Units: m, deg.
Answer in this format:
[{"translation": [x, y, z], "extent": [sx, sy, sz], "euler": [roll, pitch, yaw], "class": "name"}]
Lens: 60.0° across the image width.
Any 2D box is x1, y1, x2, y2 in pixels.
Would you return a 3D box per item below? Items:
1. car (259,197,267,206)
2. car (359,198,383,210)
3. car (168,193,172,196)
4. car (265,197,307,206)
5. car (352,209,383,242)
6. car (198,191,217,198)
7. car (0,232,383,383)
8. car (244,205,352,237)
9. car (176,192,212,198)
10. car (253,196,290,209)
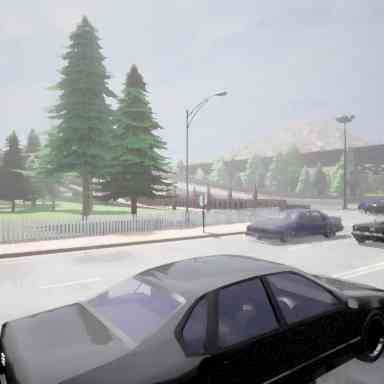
[{"translation": [10.364, 1.469, 43.421], "extent": [1.882, 1.535, 5.008], "euler": [0, 0, -37], "class": "car"}, {"translation": [19.076, 1.525, 31.965], "extent": [1.812, 1.442, 4.674], "euler": [0, 0, -37], "class": "car"}, {"translation": [-2.639, 0.463, 60.648], "extent": [2.128, 1.511, 4.902], "euler": [0, 5, -37], "class": "car"}, {"translation": [10.846, 1.599, 36.958], "extent": [1.895, 1.301, 4.718], "euler": [0, 0, -36], "class": "car"}, {"translation": [9.093, 1.601, 14.700], "extent": [4.718, 1.301, 1.895], "euler": [0, 0, -35], "class": "car"}, {"translation": [2.476, 0.650, 59.660], "extent": [2.097, 1.767, 4.553], "euler": [0, 4, -37], "class": "car"}, {"translation": [0.551, 1.547, 4.139], "extent": [5.357, 1.411, 2.033], "euler": [0, 0, -35], "class": "car"}, {"translation": [5.055, 1.547, 15.996], "extent": [5.357, 1.411, 2.033], "euler": [0, 0, -33], "class": "car"}, {"translation": [0.304, 1.158, 50.891], "extent": [2.128, 1.511, 4.902], "euler": [0, 3, -37], "class": "car"}, {"translation": [11.360, 1.463, 47.895], "extent": [2.128, 1.511, 4.902], "euler": [0, 1, -37], "class": "car"}]
